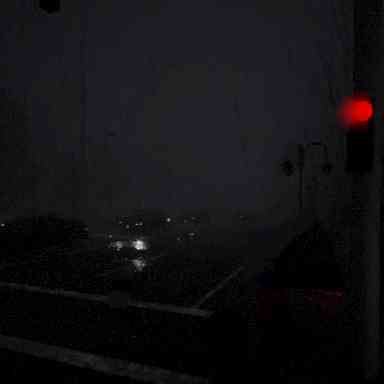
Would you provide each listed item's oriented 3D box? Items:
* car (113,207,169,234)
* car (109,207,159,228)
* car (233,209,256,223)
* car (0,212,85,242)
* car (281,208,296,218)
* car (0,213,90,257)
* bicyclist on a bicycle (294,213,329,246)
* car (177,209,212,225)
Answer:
[{"bbox_3d":[-3.224,2.020,23.321,1.837,1.490,4.892,1,-2,21],"label":"car"},{"bbox_3d":[-4.882,2.091,28.782,1.882,1.535,5.008,1,-2,21],"label":"car"},{"bbox_3d":[5.873,2.616,36.880,1.994,1.385,4.181,1,-2,21],"label":"car"},{"bbox_3d":[-8.519,1.898,19.252,1.895,1.301,4.718,1,-2,21],"label":"car"},{"bbox_3d":[14.302,3.091,49.249,2.033,1.411,5.357,1,-2,21],"label":"car"},{"bbox_3d":[-6.684,1.762,14.231,2.033,1.411,5.357,1,-2,21],"label":"car"},{"bbox_3d":[5.883,1.847,16.380,1.656,1.620,0.582,0,-2,21],"label":"bicyclist on a bicycle"},{"bbox_3d":[0.384,2.374,32.718,2.033,1.411,5.357,1,-2,21],"label":"car"}]
